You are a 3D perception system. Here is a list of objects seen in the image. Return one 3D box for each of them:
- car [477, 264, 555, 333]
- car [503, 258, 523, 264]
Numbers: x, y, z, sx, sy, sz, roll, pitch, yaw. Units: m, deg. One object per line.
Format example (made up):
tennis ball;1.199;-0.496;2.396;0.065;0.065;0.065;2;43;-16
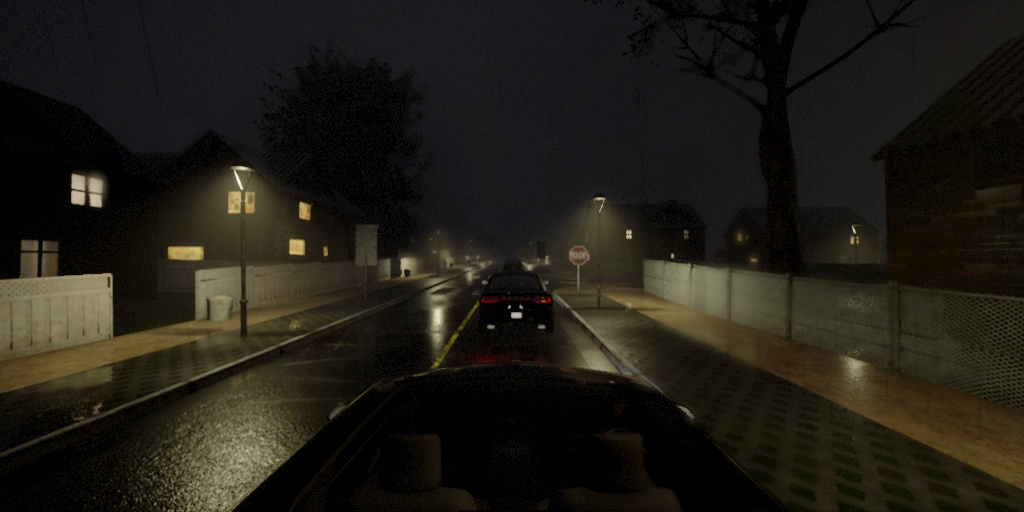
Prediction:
car;0.101;1.155;10.519;1.882;1.535;5.008;0;0;0
car;0.110;0.954;37.272;1.882;1.535;5.008;0;0;0
